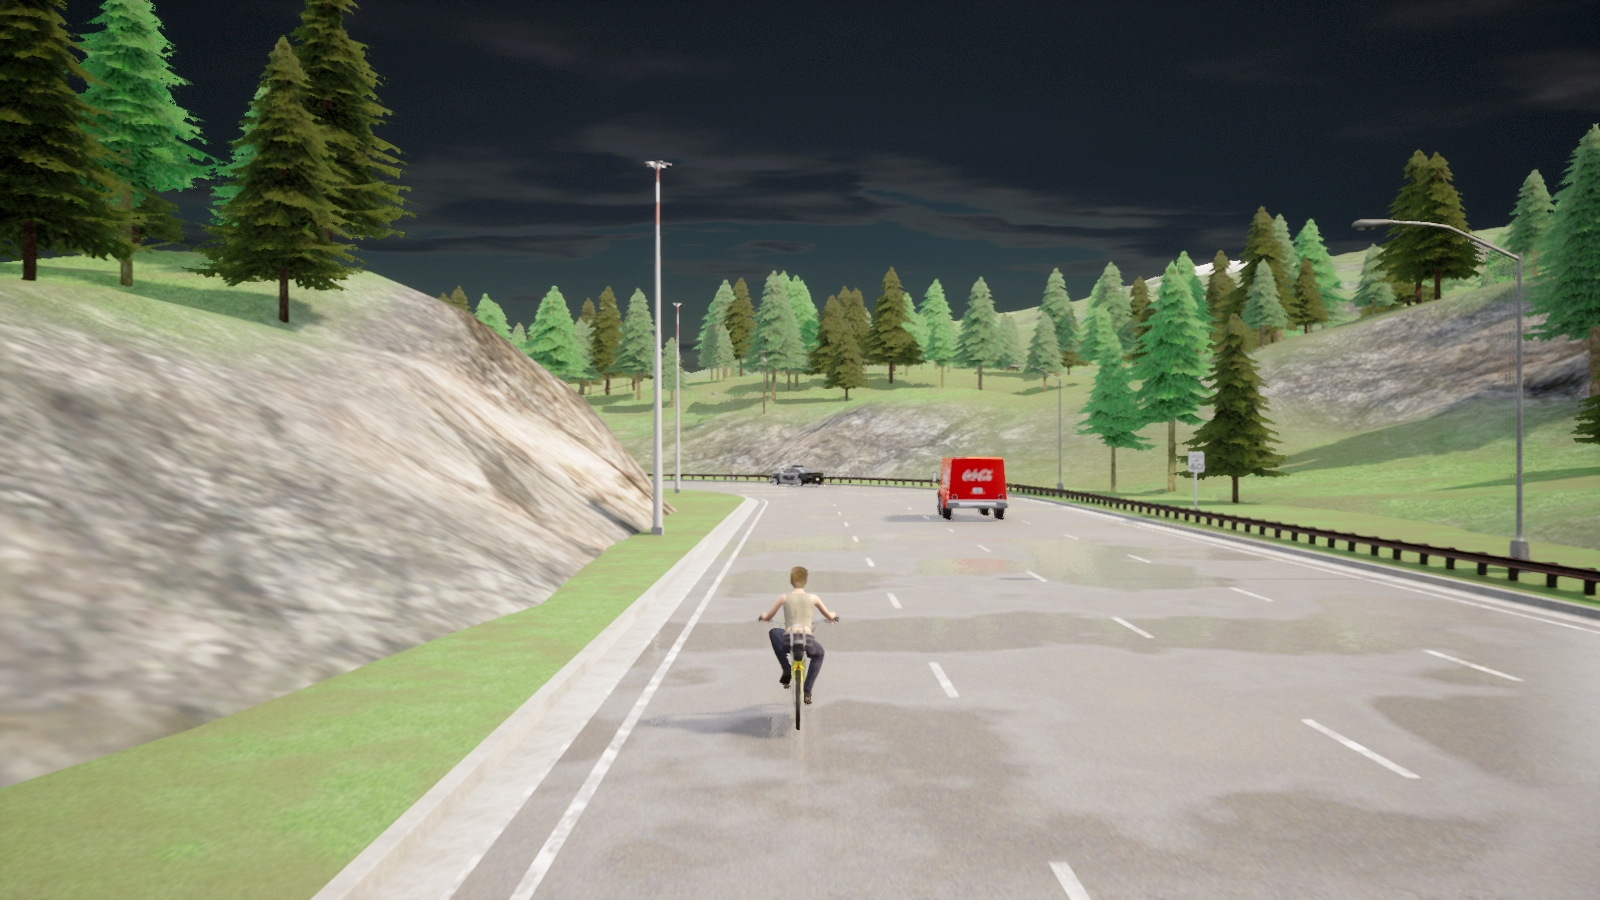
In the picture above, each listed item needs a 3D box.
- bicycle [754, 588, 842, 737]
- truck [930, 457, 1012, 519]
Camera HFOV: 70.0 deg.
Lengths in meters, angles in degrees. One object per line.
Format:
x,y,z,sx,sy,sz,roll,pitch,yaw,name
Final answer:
-0.015,2.158,11.877,0.859,1.276,1.487,0,0,0,bicycle
7.003,1.549,47.518,2.627,2.467,5.204,0,-1,0,truck
